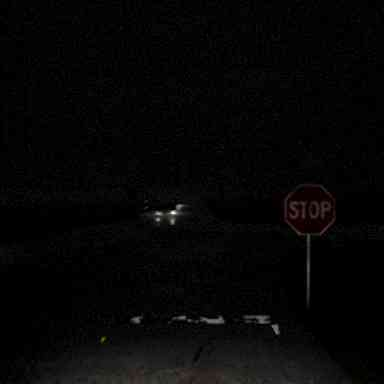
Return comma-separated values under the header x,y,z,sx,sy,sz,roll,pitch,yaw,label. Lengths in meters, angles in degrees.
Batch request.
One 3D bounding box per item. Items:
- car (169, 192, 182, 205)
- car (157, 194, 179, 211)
x,y,z,sx,sy,sz,roll,pitch,yaw,label
-2.814,0.946,53.394,2.150,2.045,5.566,0,0,0,car
-2.841,1.265,37.451,1.882,1.535,5.008,0,0,0,car
